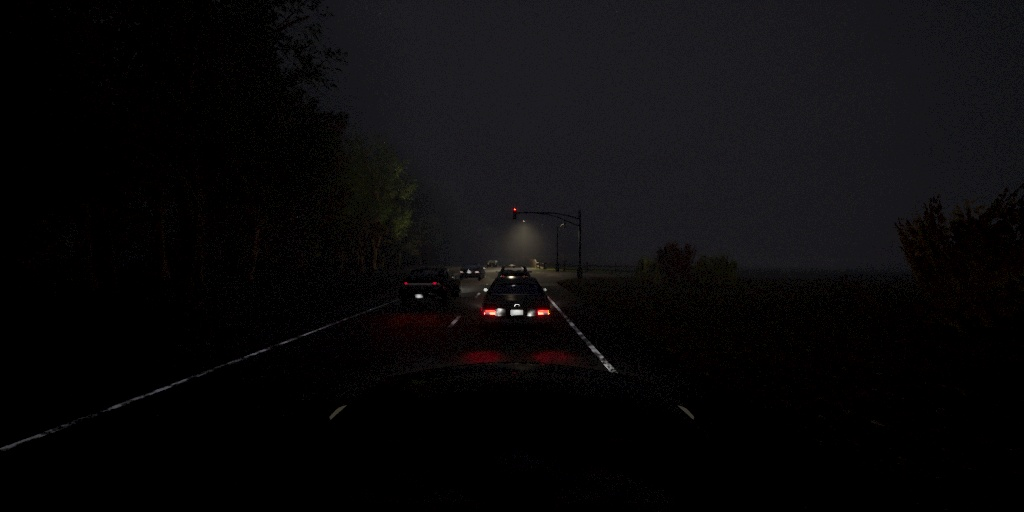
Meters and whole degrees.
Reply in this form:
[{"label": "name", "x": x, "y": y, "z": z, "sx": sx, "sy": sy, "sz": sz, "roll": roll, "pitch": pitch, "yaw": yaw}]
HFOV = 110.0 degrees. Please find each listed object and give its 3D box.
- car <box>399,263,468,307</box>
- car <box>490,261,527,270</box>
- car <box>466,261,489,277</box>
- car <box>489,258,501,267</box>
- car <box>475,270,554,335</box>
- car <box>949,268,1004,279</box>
[{"label": "car", "x": -3.400, "y": 1.245, "z": 15.538, "sx": 2.128, "sy": 1.511, "sz": 4.902, "roll": 0, "pitch": 0, "yaw": 0}, {"label": "car", "x": 0.103, "y": 1.246, "z": 20.219, "sx": 2.128, "sy": 1.511, "sz": 4.902, "roll": 0, "pitch": 0, "yaw": 0}, {"label": "car", "x": -3.400, "y": 1.304, "z": 30.791, "sx": 2.033, "sy": 1.411, "sz": 5.357, "roll": 0, "pitch": 0, "yaw": 0}, {"label": "car", "x": -3.405, "y": 1.355, "z": 63.775, "sx": 1.895, "sy": 1.301, "sz": 4.718, "roll": 0, "pitch": 0, "yaw": 0}, {"label": "car", "x": 0.101, "y": 1.300, "z": 10.470, "sx": 2.033, "sy": 1.411, "sz": 5.357, "roll": 0, "pitch": 0, "yaw": 0}, {"label": "car", "x": 50.203, "y": 1.896, "z": 38.862, "sx": 4.718, "sy": 1.301, "sz": 1.895, "roll": 1, "pitch": -1, "yaw": 0}]
